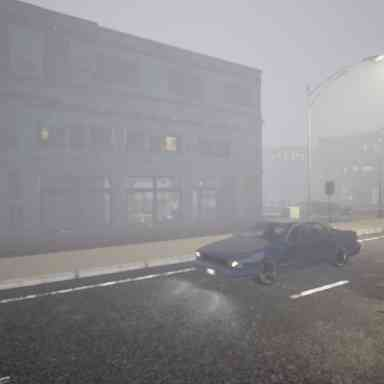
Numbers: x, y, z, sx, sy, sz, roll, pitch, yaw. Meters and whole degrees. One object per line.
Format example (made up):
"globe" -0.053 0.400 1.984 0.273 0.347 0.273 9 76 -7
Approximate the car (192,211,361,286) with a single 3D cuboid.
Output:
"car" 2.638 1.485 9.428 5.357 1.411 2.033 -1 0 -35

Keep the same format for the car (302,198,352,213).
"car" 13.813 1.565 33.419 1.947 1.339 4.313 -2 1 -35

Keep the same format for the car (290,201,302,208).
"car" 16.066 1.490 45.115 2.008 1.369 4.403 -2 1 -35

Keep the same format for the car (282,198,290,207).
"car" 12.922 1.581 49.670 1.802 1.307 4.206 -2 1 -35

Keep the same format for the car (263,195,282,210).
"car" 8.970 1.308 45.212 2.150 2.045 5.566 -1 0 -35
